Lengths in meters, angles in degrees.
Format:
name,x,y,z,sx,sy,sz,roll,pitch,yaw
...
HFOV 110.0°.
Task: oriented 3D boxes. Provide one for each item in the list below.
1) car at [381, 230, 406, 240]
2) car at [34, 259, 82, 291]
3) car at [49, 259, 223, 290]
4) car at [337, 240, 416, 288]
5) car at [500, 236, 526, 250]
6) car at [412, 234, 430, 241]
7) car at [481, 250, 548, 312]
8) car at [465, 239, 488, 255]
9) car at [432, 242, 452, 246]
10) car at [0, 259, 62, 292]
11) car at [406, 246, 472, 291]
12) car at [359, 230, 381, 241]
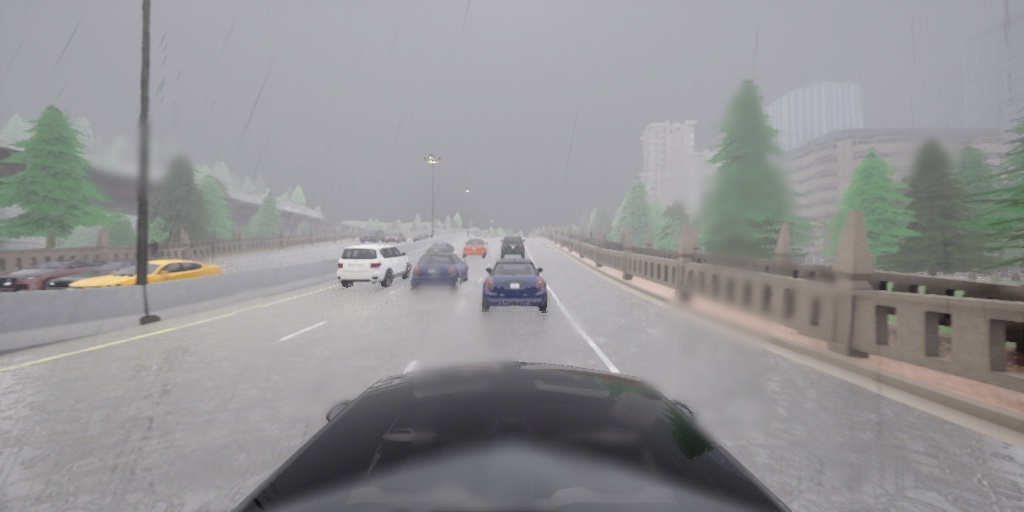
name,x,y,z,sx,sy,sz,roll,pitch,yaw
car,-17.586,-2.793,54.190,2.097,1.767,4.553,0,6,0
car,-17.607,0.849,16.770,2.033,1.411,5.357,0,3,0
car,-14.106,0.914,14.261,1.882,1.535,5.008,0,3,0
car,-6.909,0.413,18.537,2.150,2.045,5.566,0,4,0
car,0.083,-0.925,33.635,2.150,2.045,5.566,0,6,0
car,-14.069,-2.766,55.927,2.033,1.411,5.357,0,6,1
car,0.090,0.840,13.133,2.097,1.767,4.553,0,3,0
car,-3.417,-0.865,34.366,2.097,1.767,4.553,0,6,0
car,-6.918,-0.734,35.211,1.994,1.385,4.181,0,6,0
car,-21.106,0.854,16.981,1.994,1.385,4.181,0,3,0
car,-3.409,0.592,17.765,2.097,1.767,4.553,0,4,0
car,-21.077,-2.942,54.372,2.150,2.045,5.566,0,6,1
